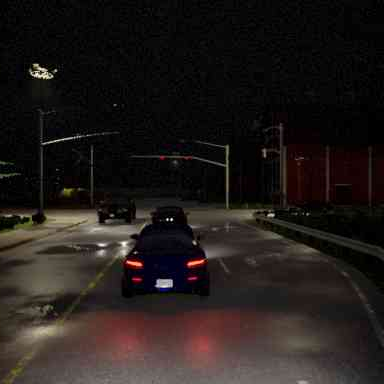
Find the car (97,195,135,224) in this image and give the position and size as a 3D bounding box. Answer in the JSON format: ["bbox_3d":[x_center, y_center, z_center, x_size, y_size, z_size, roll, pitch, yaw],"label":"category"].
[{"bbox_3d":[-5.586,1.224,25.145,2.150,2.045,5.566,0,0,-4],"label":"car"}]

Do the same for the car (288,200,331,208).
[{"bbox_3d":[12.787,1.553,36.113,4.674,1.442,1.812,0,0,-3],"label":"car"}]

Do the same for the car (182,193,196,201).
[{"bbox_3d":[-0.686,1.146,81.632,3.866,1.878,1.905,-3,4,44],"label":"car"}]

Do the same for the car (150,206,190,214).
[{"bbox_3d":[-1.179,1.505,17.701,1.837,1.490,4.892,0,0,-3],"label":"car"}]

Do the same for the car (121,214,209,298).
[{"bbox_3d":[-0.625,1.526,8.455,1.812,1.442,4.674,0,0,-3],"label":"car"}]
